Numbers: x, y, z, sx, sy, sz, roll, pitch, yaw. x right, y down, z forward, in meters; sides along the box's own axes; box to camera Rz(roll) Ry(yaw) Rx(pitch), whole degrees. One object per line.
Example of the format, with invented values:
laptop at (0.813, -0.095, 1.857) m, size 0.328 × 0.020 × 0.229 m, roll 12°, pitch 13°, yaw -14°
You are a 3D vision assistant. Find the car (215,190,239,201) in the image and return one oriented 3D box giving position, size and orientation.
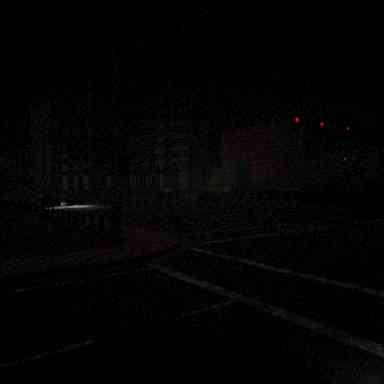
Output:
car at (7.337, 0.620, 70.895) m, size 1.970 × 1.475 × 3.806 m, roll -1°, pitch 1°, yaw -35°

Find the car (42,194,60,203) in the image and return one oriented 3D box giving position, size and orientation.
car at (-26.439, 1.252, 62.226) m, size 2.128 × 1.511 × 4.902 m, roll -1°, pitch 1°, yaw -35°

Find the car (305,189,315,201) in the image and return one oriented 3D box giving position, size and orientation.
car at (25.087, 0.196, 65.061) m, size 1.932 × 1.855 × 4.605 m, roll -1°, pitch 1°, yaw -35°

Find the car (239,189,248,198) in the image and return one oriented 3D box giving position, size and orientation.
car at (9.701, 0.541, 72.565) m, size 1.784 × 1.438 × 3.905 m, roll -1°, pitch 1°, yaw -35°

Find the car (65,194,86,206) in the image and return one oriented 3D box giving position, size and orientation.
car at (-17.079, 1.325, 49.043) m, size 1.994 × 1.385 × 4.181 m, roll -1°, pitch 1°, yaw -35°

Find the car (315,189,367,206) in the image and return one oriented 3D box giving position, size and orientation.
car at (16.826, 0.568, 37.782) m, size 1.932 × 1.855 × 4.605 m, roll -1°, pitch 1°, yaw -35°

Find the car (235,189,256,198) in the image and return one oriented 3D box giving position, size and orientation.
car at (11.859, 0.286, 74.154) m, size 1.932 × 1.855 × 4.605 m, roll -1°, pitch 1°, yaw -35°

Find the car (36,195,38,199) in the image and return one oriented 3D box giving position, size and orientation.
car at (-38.967, 1.144, 85.878) m, size 1.812 × 1.442 × 4.674 m, roll -1°, pitch 1°, yaw -35°

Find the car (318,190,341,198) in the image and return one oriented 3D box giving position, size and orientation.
car at (27.491, 0.359, 66.682) m, size 1.784 × 1.438 × 3.905 m, roll -1°, pitch 1°, yaw -35°

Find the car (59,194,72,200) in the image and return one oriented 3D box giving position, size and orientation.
car at (-30.318, 1.167, 79.755) m, size 1.812 × 1.442 × 4.674 m, roll -1°, pitch 1°, yaw -35°

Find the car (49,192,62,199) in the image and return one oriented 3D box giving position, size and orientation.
car at (-36.105, 0.990, 87.873) m, size 2.097 × 1.767 × 4.553 m, roll -1°, pitch 1°, yaw -35°

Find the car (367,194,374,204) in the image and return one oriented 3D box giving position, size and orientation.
car at (19.221, 0.523, 39.409) m, size 1.905 × 1.878 × 3.866 m, roll -1°, pitch 1°, yaw -35°

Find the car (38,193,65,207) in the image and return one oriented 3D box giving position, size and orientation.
car at (-19.961, 1.323, 47.056) m, size 1.837 × 1.490 × 4.892 m, roll -1°, pitch 0°, yaw -35°

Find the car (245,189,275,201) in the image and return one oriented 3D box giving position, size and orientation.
car at (11.348, 0.716, 55.235) m, size 1.970 × 1.475 × 3.806 m, roll -1°, pitch 1°, yaw -35°
